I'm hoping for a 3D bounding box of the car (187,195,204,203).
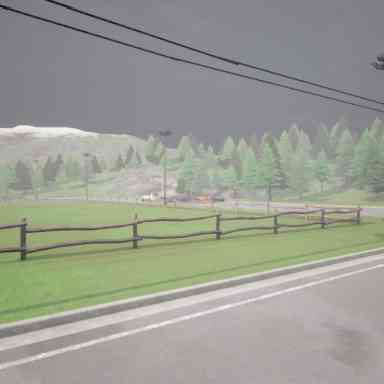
[{"bbox_3d":[-0.457,1.547,68.793,2.033,1.411,5.357,0,0,-35],"label":"car"}]

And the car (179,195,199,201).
[{"bbox_3d":[-0.766,1.483,81.379,2.033,1.411,5.357,0,0,-35],"label":"car"}]

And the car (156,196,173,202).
[{"bbox_3d":[-6.505,1.541,77.370,1.895,1.301,4.718,0,0,-35],"label":"car"}]

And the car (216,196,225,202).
[{"bbox_3d":[5.086,1.595,73.078,1.895,1.301,4.718,0,0,-35],"label":"car"}]

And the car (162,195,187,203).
[{"bbox_3d":[-3.552,1.564,67.109,1.994,1.385,4.181,0,0,-35],"label":"car"}]

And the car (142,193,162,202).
[{"bbox_3d":[-9.366,1.174,75.354,2.150,2.045,5.566,0,0,-35],"label":"car"}]

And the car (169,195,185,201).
[{"bbox_3d":[-3.627,1.496,79.362,1.994,1.385,4.181,0,0,-35],"label":"car"}]

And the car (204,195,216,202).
[{"bbox_3d":[2.305,1.355,70.949,2.097,1.767,4.553,0,0,-35],"label":"car"}]
